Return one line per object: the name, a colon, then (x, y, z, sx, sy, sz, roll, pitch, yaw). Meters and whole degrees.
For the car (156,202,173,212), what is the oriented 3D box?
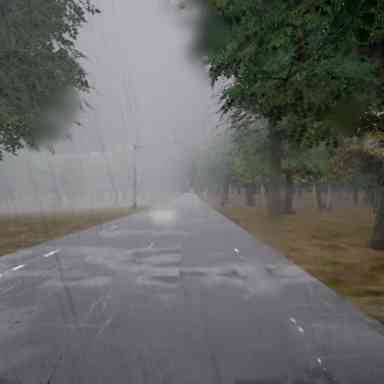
car: (-3.583, 1.914, 43.458, 1.895, 1.301, 4.718, 0, 0, 0)
